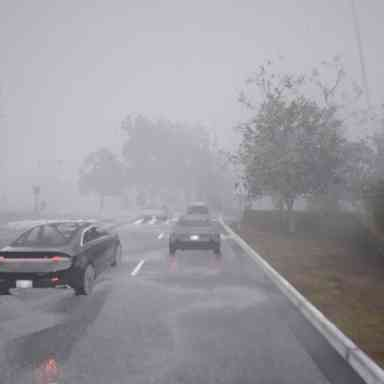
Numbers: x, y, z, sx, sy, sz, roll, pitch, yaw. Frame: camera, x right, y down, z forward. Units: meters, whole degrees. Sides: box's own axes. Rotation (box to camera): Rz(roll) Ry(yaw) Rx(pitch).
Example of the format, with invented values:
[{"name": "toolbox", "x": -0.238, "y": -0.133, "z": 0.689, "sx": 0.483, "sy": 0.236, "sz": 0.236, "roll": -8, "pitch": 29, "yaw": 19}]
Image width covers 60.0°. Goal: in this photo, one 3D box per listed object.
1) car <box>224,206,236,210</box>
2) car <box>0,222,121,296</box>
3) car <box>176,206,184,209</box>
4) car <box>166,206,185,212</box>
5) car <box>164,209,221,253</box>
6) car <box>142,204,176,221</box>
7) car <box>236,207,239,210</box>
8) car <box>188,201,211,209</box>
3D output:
[{"name": "car", "x": 7.415, "y": 4.138, "z": 81.913, "sx": 2.033, "sy": 1.411, "sz": 5.357, "roll": 3, "pitch": -5, "yaw": -41}, {"name": "car", "x": -3.152, "y": 1.522, "z": 8.679, "sx": 2.128, "sy": 1.511, "sz": 4.902, "roll": 0, "pitch": 0, "yaw": 0}, {"name": "car", "x": -4.970, "y": 4.400, "z": 88.205, "sx": 4.553, "sy": 1.767, "sz": 2.097, "roll": 0, "pitch": -4, "yaw": 5}, {"name": "car", "x": -4.476, "y": 4.697, "z": 91.406, "sx": 5.008, "sy": 1.535, "sz": 1.882, "roll": 0, "pitch": -4, "yaw": 5}, {"name": "car", "x": 0.098, "y": 1.613, "z": 13.940, "sx": 1.994, "sy": 1.385, "sz": 4.181, "roll": 0, "pitch": 0, "yaw": 0}, {"name": "car", "x": -2.793, "y": 1.704, "z": 28.143, "sx": 1.895, "sy": 1.301, "sz": 4.718, "roll": 0, "pitch": 0, "yaw": 5}, {"name": "car", "x": 9.722, "y": 4.340, "z": 84.209, "sx": 2.128, "sy": 1.511, "sz": 4.902, "roll": 3, "pitch": -5, "yaw": -41}, {"name": "car", "x": 0.689, "y": 1.570, "z": 30.369, "sx": 1.882, "sy": 1.535, "sz": 5.008, "roll": -1, "pitch": 0, "yaw": 5}]
